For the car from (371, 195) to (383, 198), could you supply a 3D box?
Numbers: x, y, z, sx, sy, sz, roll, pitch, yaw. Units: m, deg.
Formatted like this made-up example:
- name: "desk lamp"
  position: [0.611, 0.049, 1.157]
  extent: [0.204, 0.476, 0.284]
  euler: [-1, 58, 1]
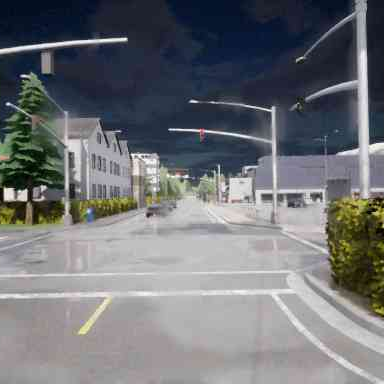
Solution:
- name: "car"
  position: [19.128, 1.183, 31.253]
  extent: [1.905, 1.878, 3.866]
  euler: [-1, -1, 0]

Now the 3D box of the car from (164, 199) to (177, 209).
- name: "car"
  position: [-3.524, 1.995, 55.276]
  extent: [1.837, 1.490, 4.892]
  euler: [-1, -1, 0]

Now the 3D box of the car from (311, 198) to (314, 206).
- name: "car"
  position: [19.091, 1.573, 56.179]
  extent: [1.970, 1.475, 3.806]
  euler: [-1, -1, 0]

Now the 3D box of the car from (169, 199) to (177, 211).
- name: "car"
  position: [-3.573, 1.885, 44.863]
  extent: [2.128, 1.511, 4.902]
  euler: [-1, -1, 0]

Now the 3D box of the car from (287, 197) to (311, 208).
- name: "car"
  position: [15.443, 1.629, 49.122]
  extent: [2.007, 1.523, 4.514]
  euler: [-1, -1, 0]

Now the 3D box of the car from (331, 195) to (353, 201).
- name: "car"
  position: [25.506, 1.398, 56.516]
  extent: [2.152, 1.636, 5.027]
  euler: [-1, -1, 0]

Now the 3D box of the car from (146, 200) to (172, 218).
- name: "car"
  position: [-3.589, 1.844, 34.567]
  extent: [2.033, 1.411, 5.357]
  euler: [-1, -1, 0]
